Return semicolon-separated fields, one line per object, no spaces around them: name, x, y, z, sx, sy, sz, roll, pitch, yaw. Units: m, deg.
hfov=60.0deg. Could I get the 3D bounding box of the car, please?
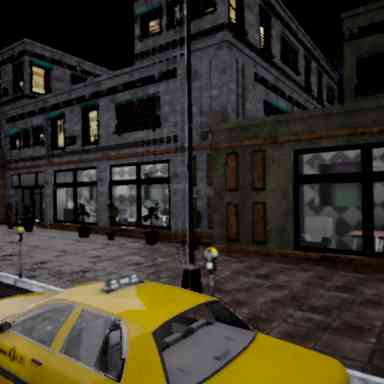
car;-0.932;1.538;3.551;4.829;1.417;1.752;0;-1;36
